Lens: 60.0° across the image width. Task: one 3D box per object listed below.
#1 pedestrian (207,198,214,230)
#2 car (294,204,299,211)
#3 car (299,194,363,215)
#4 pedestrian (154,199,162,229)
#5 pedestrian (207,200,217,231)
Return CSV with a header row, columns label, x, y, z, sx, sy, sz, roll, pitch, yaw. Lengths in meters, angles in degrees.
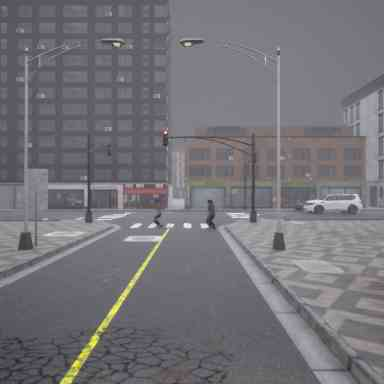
label,x,y,z,sx,sy,sz,roll,pitch,yaw
pedestrian,1.099,1.301,19.569,0.375,1.860,0.375,0,0,0
car,14.005,1.499,37.127,5.008,1.535,1.882,0,0,0
car,14.317,1.215,33.857,5.566,2.045,2.150,0,0,2
pedestrian,-2.055,1.301,20.113,0.375,1.860,0.375,0,0,0
pedestrian,1.160,1.301,18.903,0.375,1.860,0.375,0,0,0
